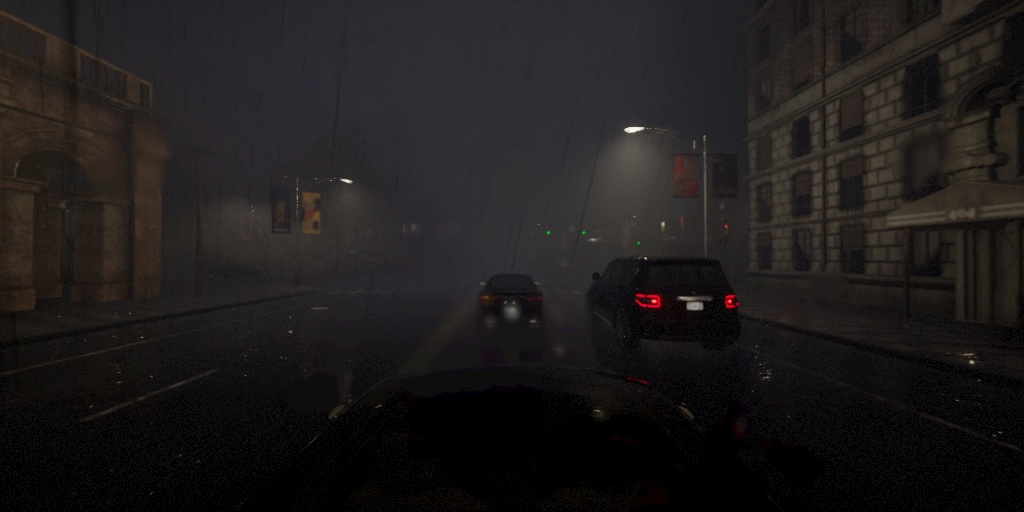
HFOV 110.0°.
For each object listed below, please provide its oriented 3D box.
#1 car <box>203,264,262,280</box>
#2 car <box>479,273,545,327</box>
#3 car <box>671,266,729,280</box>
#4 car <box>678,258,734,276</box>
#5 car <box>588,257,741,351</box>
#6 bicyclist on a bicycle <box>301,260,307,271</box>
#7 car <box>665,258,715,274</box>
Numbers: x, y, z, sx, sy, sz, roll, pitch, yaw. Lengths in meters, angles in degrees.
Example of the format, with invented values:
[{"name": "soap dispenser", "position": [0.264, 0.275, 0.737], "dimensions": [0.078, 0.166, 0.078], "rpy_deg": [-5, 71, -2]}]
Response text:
[{"name": "car", "position": [-27.154, 1.509, 34.933], "dimensions": [5.008, 1.535, 1.882], "rpy_deg": [0, 0, 0]}, {"name": "car", "position": [-0.026, 1.313, 11.906], "dimensions": [1.882, 1.535, 5.008], "rpy_deg": [0, 0, -1]}, {"name": "car", "position": [18.354, 1.630, 35.187], "dimensions": [4.718, 1.301, 1.895], "rpy_deg": [0, 0, 0]}, {"name": "car", "position": [23.423, 1.320, 43.394], "dimensions": [5.566, 2.045, 2.150], "rpy_deg": [0, 0, 1]}, {"name": "car", "position": [3.473, 1.037, 9.347], "dimensions": [2.150, 2.045, 5.566], "rpy_deg": [0, 0, 2]}, {"name": "bicyclist on a bicycle", "position": [-31.533, 1.496, 54.393], "dimensions": [0.582, 1.620, 1.656], "rpy_deg": [0, 0, 0]}, {"name": "car", "position": [23.220, 1.349, 46.905], "dimensions": [5.566, 2.045, 2.150], "rpy_deg": [0, 0, 0]}]
